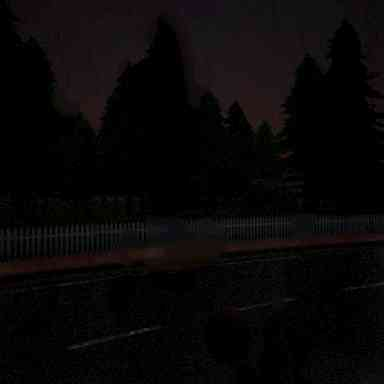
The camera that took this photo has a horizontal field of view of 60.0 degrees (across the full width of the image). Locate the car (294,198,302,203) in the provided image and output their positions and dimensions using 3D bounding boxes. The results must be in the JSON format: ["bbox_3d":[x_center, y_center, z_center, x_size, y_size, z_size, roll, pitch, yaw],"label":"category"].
[{"bbox_3d":[20.822,1.556,62.624,2.128,1.511,4.902,0,0,-3],"label":"car"}]
